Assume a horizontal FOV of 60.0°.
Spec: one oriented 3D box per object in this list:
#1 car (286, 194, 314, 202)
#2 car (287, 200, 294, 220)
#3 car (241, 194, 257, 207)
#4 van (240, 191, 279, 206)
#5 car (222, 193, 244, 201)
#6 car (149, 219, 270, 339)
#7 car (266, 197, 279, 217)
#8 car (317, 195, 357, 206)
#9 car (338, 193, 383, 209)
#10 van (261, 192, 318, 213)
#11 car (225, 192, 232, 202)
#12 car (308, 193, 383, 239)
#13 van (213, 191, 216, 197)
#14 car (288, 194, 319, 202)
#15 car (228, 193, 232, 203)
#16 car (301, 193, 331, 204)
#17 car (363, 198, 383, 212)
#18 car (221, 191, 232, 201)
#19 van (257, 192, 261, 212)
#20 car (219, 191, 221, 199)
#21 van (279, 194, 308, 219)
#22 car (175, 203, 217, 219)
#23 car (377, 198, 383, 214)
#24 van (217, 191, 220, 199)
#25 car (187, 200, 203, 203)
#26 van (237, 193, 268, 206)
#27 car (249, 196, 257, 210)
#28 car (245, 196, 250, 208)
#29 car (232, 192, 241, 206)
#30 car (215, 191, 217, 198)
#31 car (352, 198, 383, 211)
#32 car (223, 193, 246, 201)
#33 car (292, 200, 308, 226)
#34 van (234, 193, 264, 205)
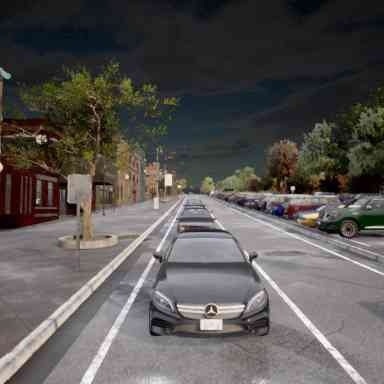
[{"bbox_3d":[22.028,1.188,67.933,4.892,1.521,2.231,0,1,0],"label":"car"},{"bbox_3d":[9.251,1.506,22.613,4.674,1.452,2.002,0,0,0],"label":"car"},{"bbox_3d":[9.122,1.408,42.242,4.892,1.521,2.231,0,0,0],"label":"car"},{"bbox_3d":[9.213,1.163,45.048,4.442,1.987,1.878,0,0,0],"label":"van"},{"bbox_3d":[8.876,1.014,73.078,4.553,1.767,2.185,0,1,0],"label":"car"},{"bbox_3d":[0.255,1.524,6.803,1.812,1.442,4.674,0,0,0],"label":"car"},{"bbox_3d":[9.205,1.460,28.219,5.008,1.535,2.097,0,0,0],"label":"car"},{"bbox_3d":[22.321,1.332,51.279,5.366,1.575,1.946,0,1,0],"label":"car"},{"bbox_3d":[22.162,1.153,42.948,5.566,2.045,2.435,0,0,0],"label":"car"},{"bbox_3d":[9.075,1.230,31.025,4.442,1.987,1.878,0,0,0],"label":"van"},{"bbox_3d":[8.980,1.279,61.867,4.674,1.452,2.002,0,1,0],"label":"car"},{"bbox_3d":[9.258,1.220,17.006,5.566,2.045,2.435,0,0,0],"label":"car"},{"bbox_3d":[8.677,0.764,89.895,4.442,1.987,1.878,0,1,0],"label":"van"},{"bbox_3d":[21.856,1.208,65.155,5.366,1.575,1.946,0,0,0],"label":"car"},{"bbox_3d":[9.014,1.290,56.260,4.892,1.521,2.231,0,1,0],"label":"car"},{"bbox_3d":[22.109,1.135,59.605,4.553,1.767,2.185,0,1,0],"label":"car"},{"bbox_3d":[22.199,1.468,37.392,4.792,1.488,2.163,0,0,0],"label":"car"},{"bbox_3d":[8.936,0.963,64.667,5.566,2.045,2.435,0,1,0],"label":"car"},{"bbox_3d":[9.289,1.222,33.828,4.442,1.987,1.878,0,0,0],"label":"van"},{"bbox_3d":[8.917,0.938,67.470,5.566,2.045,2.435,0,1,0],"label":"car"},{"bbox_3d":[9.346,1.237,25.416,4.442,1.987,1.878,0,0,0],"label":"van"},{"bbox_3d":[0.199,1.532,17.382,2.033,1.411,5.357,0,0,0],"label":"car"},{"bbox_3d":[22.432,1.444,34.622,5.366,1.575,1.946,0,0,0],"label":"car"},{"bbox_3d":[8.753,0.863,78.682,4.442,1.987,1.878,0,1,0],"label":"van"},{"bbox_3d":[0.230,1.442,29.830,2.128,1.511,4.902,0,0,0],"label":"car"},{"bbox_3d":[9.175,1.113,50.653,4.442,1.987,1.878,0,1,0],"label":"van"},{"bbox_3d":[9.183,1.469,36.631,4.792,1.488,2.163,0,0,0],"label":"car"},{"bbox_3d":[9.132,1.465,39.439,4.674,1.452,2.002,0,0,0],"label":"car"},{"bbox_3d":[9.050,1.113,47.848,5.566,2.045,2.435,0,1,0],"label":"car"},{"bbox_3d":[8.845,1.064,81.488,5.008,1.535,2.097,0,1,0],"label":"car"},{"bbox_3d":[22.238,1.451,40.176,4.792,1.488,2.163,0,0,0],"label":"car"},{"bbox_3d":[8.895,1.039,70.274,4.553,1.767,2.185,0,1,0],"label":"car"},{"bbox_3d":[9.082,1.466,19.808,5.366,1.575,1.946,0,0,0],"label":"car"},{"bbox_3d":[9.156,1.088,53.456,4.442,1.987,1.878,0,1,0],"label":"van"}]
